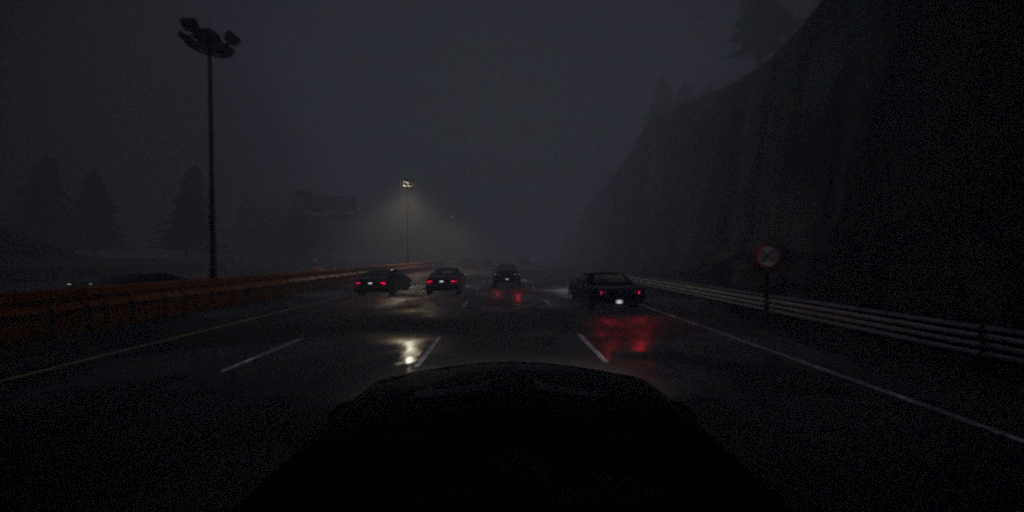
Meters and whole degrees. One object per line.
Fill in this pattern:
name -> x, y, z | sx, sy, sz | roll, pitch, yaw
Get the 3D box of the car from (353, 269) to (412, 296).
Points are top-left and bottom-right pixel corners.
car -> -7.185, 1.416, 20.359 | 2.033, 1.411, 5.357 | -1, 0, -3

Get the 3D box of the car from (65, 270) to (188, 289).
car -> -17.873, 1.544, 17.004 | 1.837, 1.490, 4.892 | -1, -1, -1

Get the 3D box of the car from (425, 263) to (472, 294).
car -> -3.703, 1.361, 20.746 | 2.033, 1.411, 5.357 | -1, 0, -3

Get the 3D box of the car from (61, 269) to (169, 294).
car -> -28.601, 1.758, 26.217 | 2.033, 1.411, 5.357 | -1, 0, -1

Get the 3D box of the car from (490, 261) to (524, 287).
car -> -0.359, 1.287, 25.030 | 1.812, 1.442, 4.674 | -1, 0, -2

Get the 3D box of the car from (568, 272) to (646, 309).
car -> 3.600, 1.296, 14.566 | 1.895, 1.301, 4.718 | -1, 0, -3
